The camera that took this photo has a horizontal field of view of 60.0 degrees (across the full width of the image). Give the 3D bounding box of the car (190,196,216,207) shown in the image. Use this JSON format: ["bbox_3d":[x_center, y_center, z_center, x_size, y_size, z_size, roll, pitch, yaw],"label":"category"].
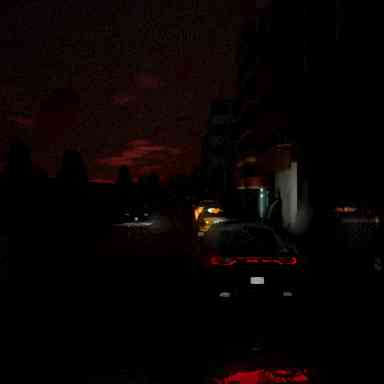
[{"bbox_3d":[1.161,1.300,24.511,2.097,1.767,4.553,-3,0,0],"label":"car"}]

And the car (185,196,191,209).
[{"bbox_3d":[0.051,1.491,44.485,2.128,1.511,4.902,0,0,1],"label":"car"}]

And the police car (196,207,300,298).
[{"bbox_3d":[1.193,1.420,8.653,1.930,1.638,5.238,0,0,0],"label":"police car"}]

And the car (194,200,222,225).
[{"bbox_3d":[1.211,1.456,18.731,1.801,1.575,5.366,0,0,0],"label":"car"}]

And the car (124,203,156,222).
[{"bbox_3d":[-3.984,1.547,26.515,2.033,1.411,5.357,0,0,0],"label":"car"}]

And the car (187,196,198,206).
[{"bbox_3d":[0.033,1.505,56.666,1.837,1.490,4.892,0,0,0],"label":"car"}]
